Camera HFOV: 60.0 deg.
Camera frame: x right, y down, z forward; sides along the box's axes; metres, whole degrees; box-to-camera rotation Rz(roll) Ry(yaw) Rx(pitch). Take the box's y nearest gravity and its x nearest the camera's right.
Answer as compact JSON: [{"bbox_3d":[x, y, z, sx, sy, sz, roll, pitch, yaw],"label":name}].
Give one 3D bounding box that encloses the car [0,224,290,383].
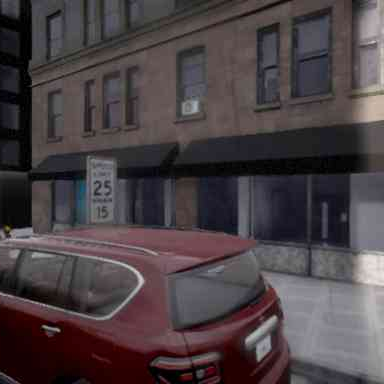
[{"bbox_3d":[-1.371,1.346,4.043,5.009,1.841,2.192,-1,0,35],"label":"car"}]
